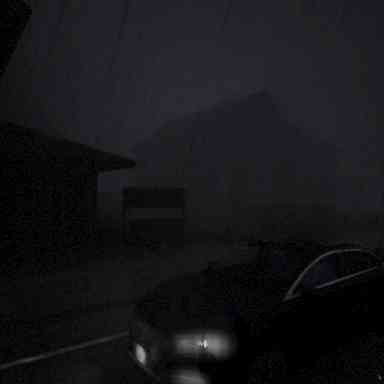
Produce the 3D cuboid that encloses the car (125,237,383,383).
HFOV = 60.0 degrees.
[{"bbox_3d":[1.447,1.496,5.024,4.902,1.511,2.128,0,0,-36],"label":"car"}]
